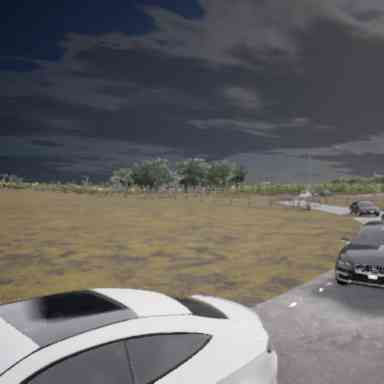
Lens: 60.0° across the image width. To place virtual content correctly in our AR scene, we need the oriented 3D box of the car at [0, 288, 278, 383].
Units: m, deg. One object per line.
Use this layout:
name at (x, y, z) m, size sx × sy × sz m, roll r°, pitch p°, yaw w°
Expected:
car at (-1.175, 1.574, 2.312) m, size 4.674 × 1.442 × 1.812 m, roll 0°, pitch -1°, yaw -44°

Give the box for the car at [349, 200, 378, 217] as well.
car at (17.239, 1.635, 33.396) m, size 1.837 × 1.490 × 4.892 m, roll 0°, pitch 0°, yaw 11°

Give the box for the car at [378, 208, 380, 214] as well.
car at (11.597, 1.614, 18.273) m, size 1.882 × 1.535 × 5.008 m, roll -1°, pitch -1°, yaw 27°

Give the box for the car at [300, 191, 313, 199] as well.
car at (27.460, 0.695, 80.121) m, size 2.150 × 2.045 × 5.566 m, roll -1°, pitch 0°, yaw 30°

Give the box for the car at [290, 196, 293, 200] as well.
car at (19.393, 1.124, 67.252) m, size 1.994 × 1.385 × 4.181 m, roll 0°, pitch 1°, yaw 12°

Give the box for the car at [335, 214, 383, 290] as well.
car at (5.395, 1.584, 9.046) m, size 1.837 × 1.490 × 4.892 m, roll -1°, pitch -1°, yaw 39°
